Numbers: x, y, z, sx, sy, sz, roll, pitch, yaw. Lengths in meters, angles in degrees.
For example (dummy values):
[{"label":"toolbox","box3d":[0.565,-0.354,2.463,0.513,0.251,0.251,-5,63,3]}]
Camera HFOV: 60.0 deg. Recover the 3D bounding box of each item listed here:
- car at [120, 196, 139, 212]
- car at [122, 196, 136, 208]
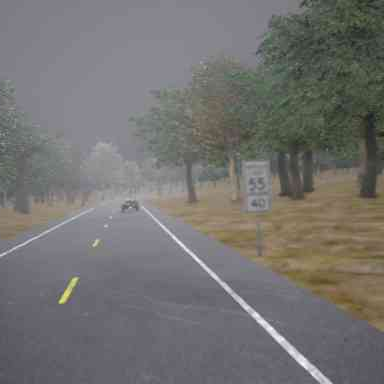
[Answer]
[{"label":"car","box3d":[-7.014,1.402,37.658,1.837,1.490,4.892,-3,1,-11]},{"label":"car","box3d":[-9.078,1.409,47.985,1.837,1.490,4.892,-3,1,-11]}]
